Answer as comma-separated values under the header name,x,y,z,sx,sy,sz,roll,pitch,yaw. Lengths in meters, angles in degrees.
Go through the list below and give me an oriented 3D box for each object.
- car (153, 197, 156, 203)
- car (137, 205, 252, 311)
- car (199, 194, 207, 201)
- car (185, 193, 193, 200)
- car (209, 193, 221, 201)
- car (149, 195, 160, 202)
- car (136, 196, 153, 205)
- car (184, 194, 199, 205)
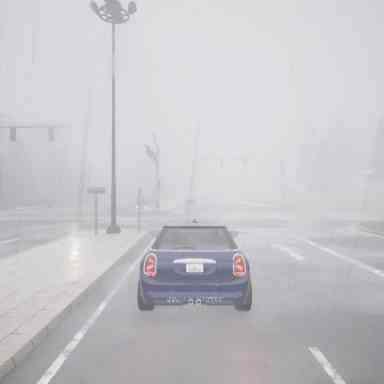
name,x,y,z,sx,sy,sz,roll,pitch,yaw
car,-8.448,1.505,66.297,1.837,1.490,4.892,0,0,-1
car,0.061,1.352,7.935,2.097,1.767,4.553,0,0,0
car,2.752,1.513,85.320,1.812,1.442,4.674,0,0,-1
car,-0.924,1.189,95.614,2.150,2.045,5.566,0,0,-1
car,6.257,1.215,85.053,2.150,2.045,5.566,0,0,-1
car,-8.602,1.540,76.735,2.033,1.411,5.357,0,0,-1
car,-8.349,1.505,57.088,1.837,1.490,4.892,0,0,-1
car,-0.225,1.526,54.755,1.812,1.442,4.674,0,0,-1
